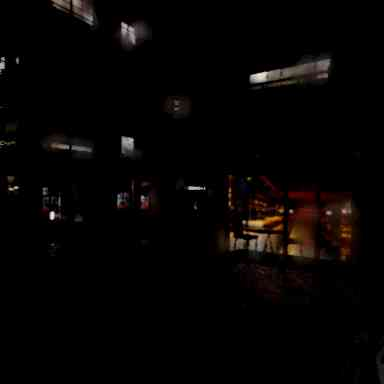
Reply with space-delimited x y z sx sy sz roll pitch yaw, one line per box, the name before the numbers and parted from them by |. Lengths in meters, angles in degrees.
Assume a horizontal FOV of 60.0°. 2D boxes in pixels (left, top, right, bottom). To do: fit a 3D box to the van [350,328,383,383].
van | 2.598 1.341 1.006 3.998 1.788 1.690 0 1 35
